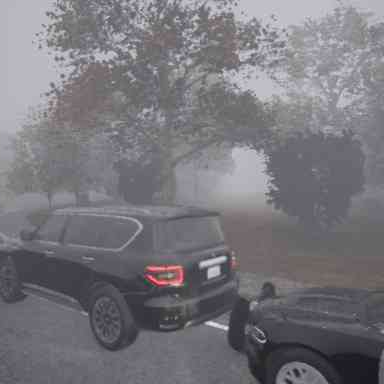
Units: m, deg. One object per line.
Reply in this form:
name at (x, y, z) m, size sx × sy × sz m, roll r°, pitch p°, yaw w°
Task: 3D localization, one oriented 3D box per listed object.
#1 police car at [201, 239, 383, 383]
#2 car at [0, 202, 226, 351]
police car at (2.830, 1.461, 3.094) m, size 5.238 × 1.638 × 1.930 m, roll 0°, pitch -1°, yaw 35°
car at (-1.771, 1.269, 6.551) m, size 5.566 × 2.045 × 2.150 m, roll 0°, pitch 0°, yaw 39°
